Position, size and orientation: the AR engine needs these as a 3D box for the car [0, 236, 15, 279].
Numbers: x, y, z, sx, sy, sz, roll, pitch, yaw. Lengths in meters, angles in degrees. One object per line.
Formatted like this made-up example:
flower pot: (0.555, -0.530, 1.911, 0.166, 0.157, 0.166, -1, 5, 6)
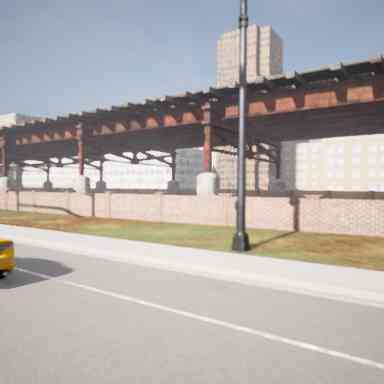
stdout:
car: (-6.603, 1.463, 8.701, 5.008, 1.535, 1.882, 0, 0, 35)
